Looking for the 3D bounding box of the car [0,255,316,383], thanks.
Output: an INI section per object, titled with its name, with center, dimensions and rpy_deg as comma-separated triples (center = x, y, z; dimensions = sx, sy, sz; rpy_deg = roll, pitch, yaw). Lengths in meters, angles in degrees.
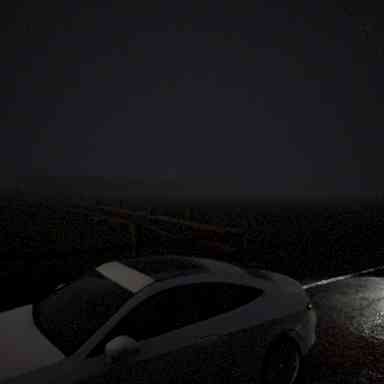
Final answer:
[car]
center = -0.578, 1.505, 3.581
dimensions = 4.674, 1.442, 1.812
rpy_deg = 0, 0, -34
